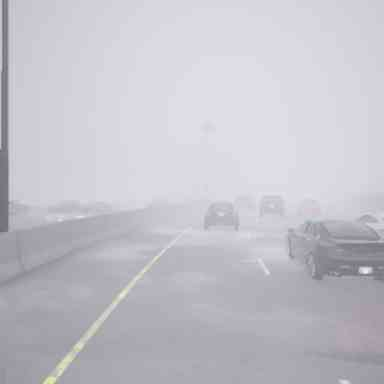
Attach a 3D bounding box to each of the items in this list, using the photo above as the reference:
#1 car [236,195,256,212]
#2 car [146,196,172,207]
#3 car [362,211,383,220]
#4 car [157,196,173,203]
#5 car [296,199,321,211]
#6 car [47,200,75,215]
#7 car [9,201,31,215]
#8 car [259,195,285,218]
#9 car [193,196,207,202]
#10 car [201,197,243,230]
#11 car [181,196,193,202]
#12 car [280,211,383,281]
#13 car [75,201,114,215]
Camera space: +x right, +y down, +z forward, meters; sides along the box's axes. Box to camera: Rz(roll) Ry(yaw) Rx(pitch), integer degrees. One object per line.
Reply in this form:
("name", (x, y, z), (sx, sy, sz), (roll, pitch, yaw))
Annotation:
("car", (6.562, 1.330, 41.045), (2.150, 2.045, 5.566), (0, 0, 17))
("car", (-4.211, 1.556, 42.297), (1.882, 1.535, 5.008), (0, 0, 17))
("car", (8.034, 1.581, 14.135), (1.812, 1.442, 4.674), (0, 0, 6))
("car", (-5.734, 1.591, 71.365), (1.837, 1.490, 4.892), (0, 0, 18))
("car", (11.899, 1.462, 34.207), (2.097, 1.767, 4.553), (0, 0, 15))
("car", (-13.293, 1.561, 35.222), (1.812, 1.442, 4.674), (0, 0, 13))
("car", (-17.729, 1.562, 31.522), (2.033, 1.411, 5.357), (0, 0, 12))
("car", (7.376, 1.311, 30.774), (2.150, 2.045, 5.566), (0, 0, 13))
("car", (2.571, 1.488, 74.185), (2.033, 1.411, 5.357), (0, 0, 18))
("car", (2.066, 1.406, 21.831), (2.097, 1.767, 4.553), (0, 0, 9))
("car", (-0.892, 1.564, 74.860), (1.895, 1.301, 4.718), (0, 0, 18))
("car", (4.124, 1.539, 9.984), (1.837, 1.490, 4.892), (0, 0, 4))
("car", (-9.843, 1.609, 34.567), (1.994, 1.385, 4.181), (0, 0, 13))
